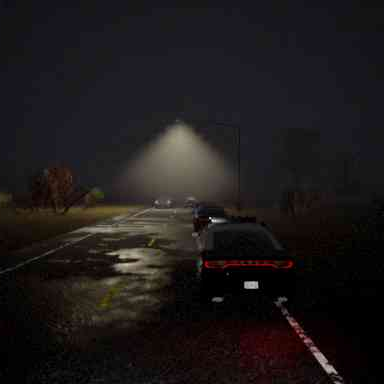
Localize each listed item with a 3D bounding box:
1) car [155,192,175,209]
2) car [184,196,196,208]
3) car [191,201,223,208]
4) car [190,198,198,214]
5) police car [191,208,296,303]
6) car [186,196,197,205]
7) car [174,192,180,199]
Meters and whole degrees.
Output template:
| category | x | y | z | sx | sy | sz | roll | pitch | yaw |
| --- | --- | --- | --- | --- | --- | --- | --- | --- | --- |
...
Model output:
| category | x | y | z | sx | sy | sz | roll | pitch | yaw |
| --- | --- | --- | --- | --- | --- | --- | --- | --- | --- |
| car | -3.700 | 1.279 | 43.972 | 2.097 | 1.767 | 4.553 | 0 | 0 | 0 |
| car | -0.073 | 1.413 | 45.792 | 2.128 | 1.511 | 4.902 | 0 | 0 | 0 |
| car | 1.008 | 1.487 | 18.288 | 1.837 | 1.490 | 4.892 | 0 | 0 | 0 |
| car | 0.994 | 1.449 | 24.290 | 1.882 | 1.535 | 5.008 | 0 | 0 | 0 |
| police car | 1.031 | 1.419 | 8.397 | 1.930 | 1.638 | 5.238 | 0 | 0 | 0 |
| car | -0.145 | 1.405 | 59.126 | 1.812 | 1.442 | 4.674 | 0 | 0 | 0 |
| car | -4.596 | 0.936 | 94.998 | 2.150 | 2.045 | 5.566 | 0 | 0 | -3 |
